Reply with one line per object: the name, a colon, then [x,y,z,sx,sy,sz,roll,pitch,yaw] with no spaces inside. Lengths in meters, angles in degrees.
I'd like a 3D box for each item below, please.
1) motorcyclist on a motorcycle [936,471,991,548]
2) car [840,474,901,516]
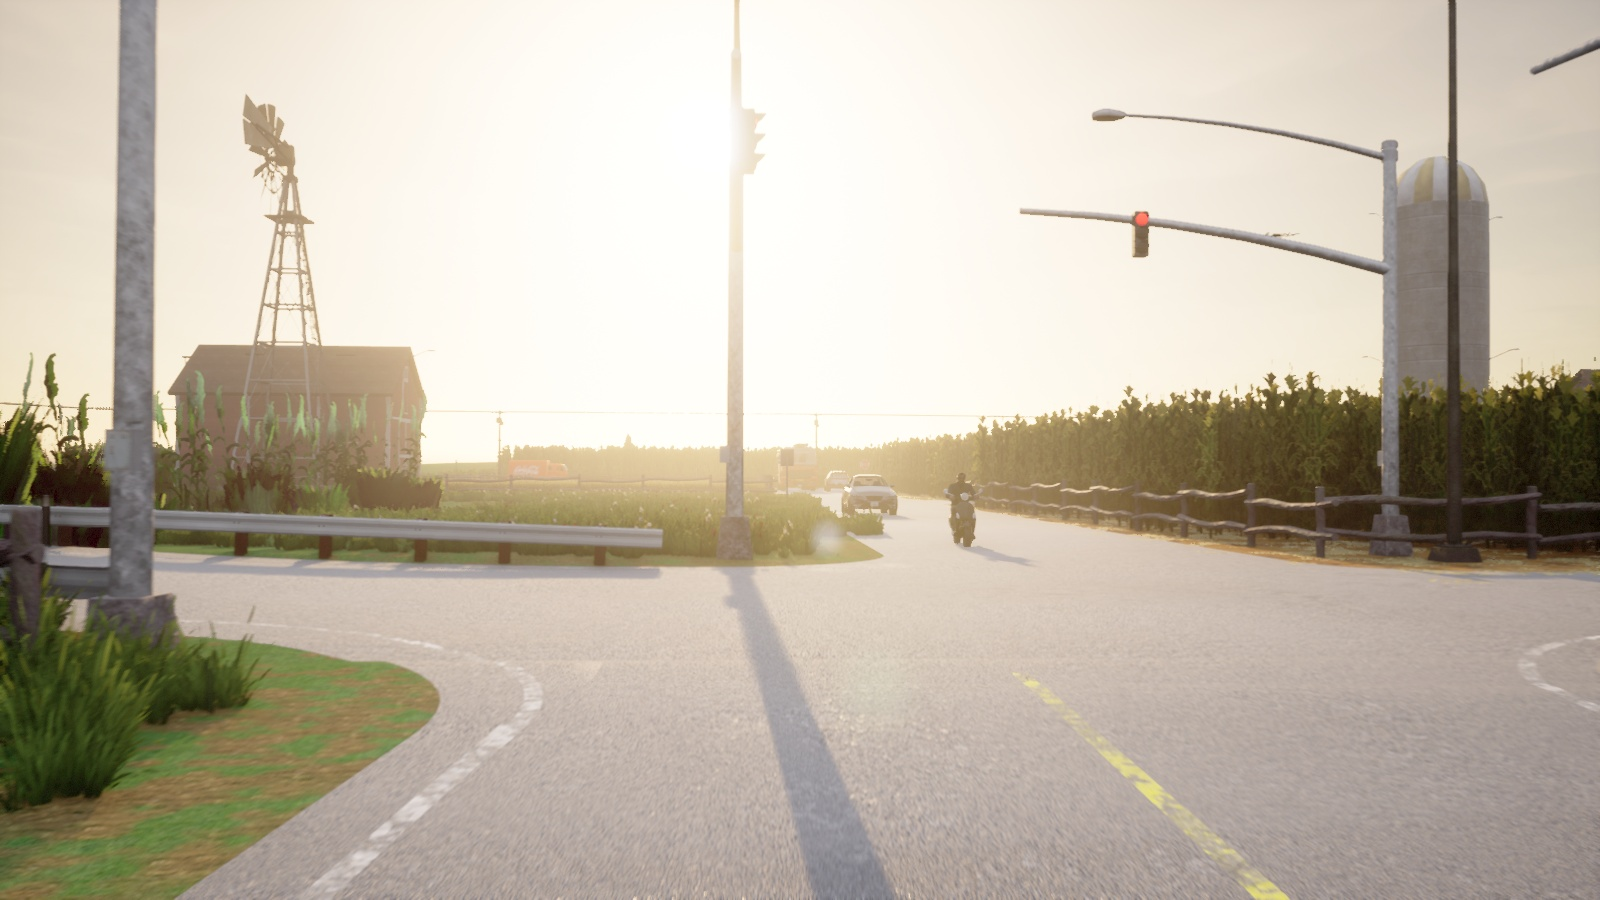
motorcyclist on a motorcycle: [3.494,1.241,26.982,0.866,1.590,1.817,-1,-1,-2]
car: [2.547,1.626,46.195,1.816,1.474,4.193,0,-1,-3]
